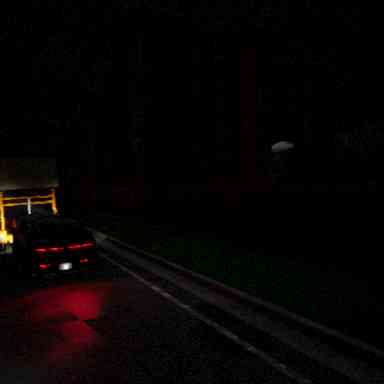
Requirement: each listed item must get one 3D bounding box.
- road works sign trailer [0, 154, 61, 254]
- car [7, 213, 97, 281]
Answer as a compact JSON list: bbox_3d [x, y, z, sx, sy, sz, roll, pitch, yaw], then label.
[{"bbox_3d":[-6.449,0.322,13.114,2.380,3.560,2.880,-5,1,-32],"label":"road works sign trailer"},{"bbox_3d":[-4.227,1.396,9.881,1.837,1.490,4.892,-2,4,-31],"label":"car"}]
